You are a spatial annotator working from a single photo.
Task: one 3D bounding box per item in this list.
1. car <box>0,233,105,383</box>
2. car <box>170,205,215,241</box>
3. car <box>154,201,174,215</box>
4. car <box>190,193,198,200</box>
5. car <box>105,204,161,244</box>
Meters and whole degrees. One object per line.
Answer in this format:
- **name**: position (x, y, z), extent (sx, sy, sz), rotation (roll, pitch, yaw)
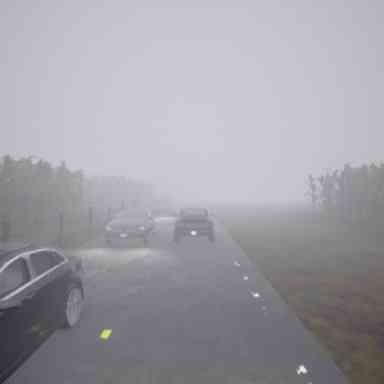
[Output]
- **car**: position (-2.835, 1.474, 4.094), extent (2.128, 1.511, 4.902), rotation (0, 0, 0)
- **car**: position (0.098, 1.505, 16.785), extent (1.837, 1.490, 4.892), rotation (0, 0, 0)
- **car**: position (-2.568, 1.498, 30.878), extent (1.994, 1.385, 4.181), rotation (0, 0, 1)
- **car**: position (0.511, 1.154, 88.541), extent (2.097, 1.767, 4.553), rotation (1, 0, -2)
- **car**: position (-2.756, 1.501, 15.796), extent (1.812, 1.442, 4.674), rotation (0, 0, 0)
